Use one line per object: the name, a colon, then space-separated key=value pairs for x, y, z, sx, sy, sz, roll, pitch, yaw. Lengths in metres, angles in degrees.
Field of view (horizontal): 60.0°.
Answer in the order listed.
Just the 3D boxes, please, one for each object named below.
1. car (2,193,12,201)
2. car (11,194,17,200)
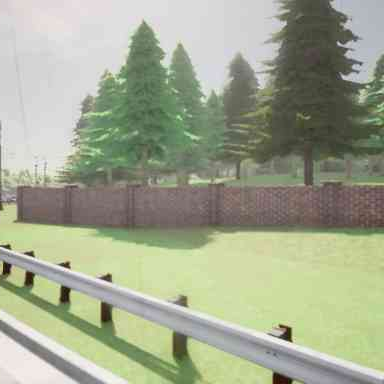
car: x=-46.091 y=1.238 z=81.937 sx=2.150 sy=2.045 sz=5.566 roll=0 pitch=0 yaw=-17
car: x=-42.742 y=1.557 z=82.951 sx=2.033 sy=1.411 sz=5.357 roll=0 pitch=0 yaw=-17
